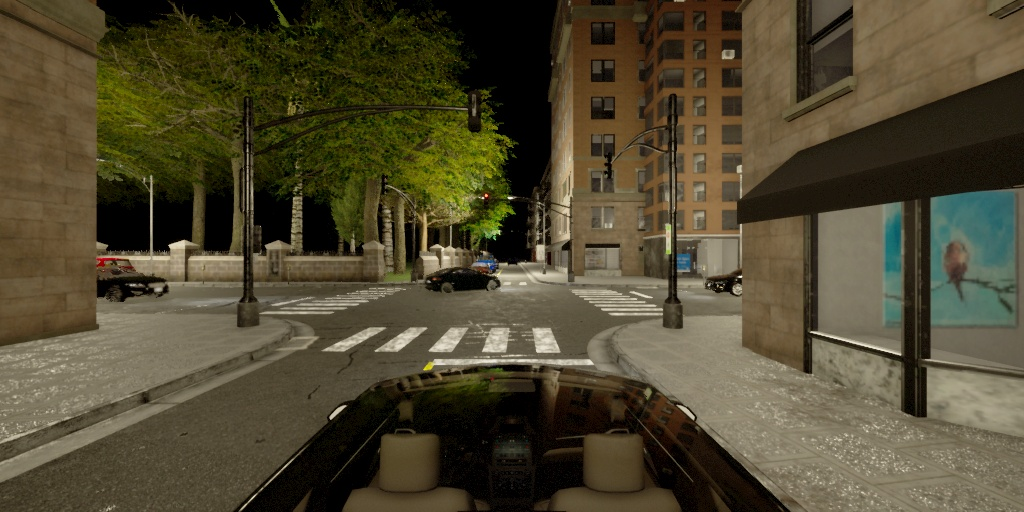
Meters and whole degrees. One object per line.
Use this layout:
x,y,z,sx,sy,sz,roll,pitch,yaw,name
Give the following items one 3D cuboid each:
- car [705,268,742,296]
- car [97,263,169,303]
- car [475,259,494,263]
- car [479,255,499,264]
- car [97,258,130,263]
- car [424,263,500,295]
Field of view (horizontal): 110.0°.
12.691,1.271,18.674,4.892,1.490,1.837,0,0,1,car
-18.106,1.223,15.899,4.902,1.511,2.128,0,0,1,car
-3.051,1.293,33.602,1.994,1.385,4.181,0,0,0,car
-3.039,0.933,42.910,2.150,2.045,5.566,0,0,0,car
-25.921,1.035,21.775,5.009,1.841,2.192,0,0,1,car
-2.744,1.310,19.976,4.181,1.385,1.994,0,0,-35,car
